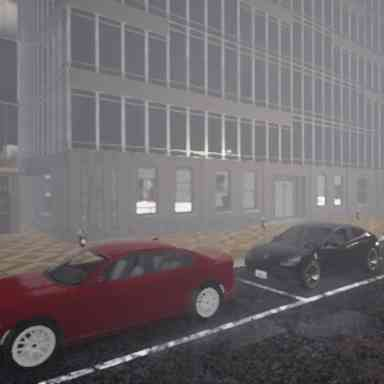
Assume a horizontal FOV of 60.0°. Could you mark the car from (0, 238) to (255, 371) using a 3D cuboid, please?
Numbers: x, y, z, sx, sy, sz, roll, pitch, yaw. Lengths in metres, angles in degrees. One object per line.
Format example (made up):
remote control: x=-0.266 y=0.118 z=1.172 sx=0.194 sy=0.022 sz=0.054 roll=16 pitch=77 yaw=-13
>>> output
car: x=-1.262 y=1.531 z=5.656 sx=4.507 sy=1.381 sz=1.887 roll=0 pitch=0 yaw=-36

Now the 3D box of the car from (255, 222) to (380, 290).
car: x=3.372 y=1.515 z=8.963 sx=4.313 sy=1.339 sz=1.947 roll=0 pitch=0 yaw=-36
